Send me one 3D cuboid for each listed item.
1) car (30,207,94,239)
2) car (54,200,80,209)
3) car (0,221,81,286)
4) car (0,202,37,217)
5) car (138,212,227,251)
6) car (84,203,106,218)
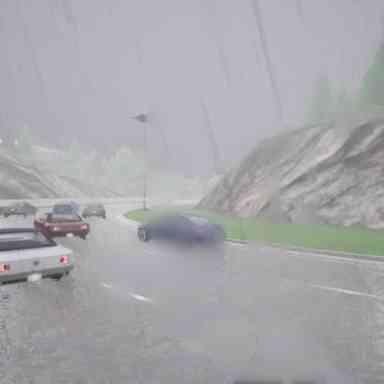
[{"bbox_3d":[-6.820,1.684,17.115,1.895,1.301,4.718,0,0,-33],"label":"car"},{"bbox_3d":[-13.611,1.656,36.357,1.882,1.535,5.008,0,0,-8],"label":"car"},{"bbox_3d":[-5.050,1.640,9.134,1.895,1.301,4.718,1,0,-43],"label":"car"},{"bbox_3d":[-16.668,1.687,32.575,2.033,1.411,5.357,0,0,-10],"label":"car"},{"bbox_3d":[-0.544,1.622,14.586,1.812,1.442,4.674,0,0,-42],"label":"car"},{"bbox_3d":[-9.234,1.732,31.635,1.994,1.385,4.181,0,0,-15],"label":"car"}]
